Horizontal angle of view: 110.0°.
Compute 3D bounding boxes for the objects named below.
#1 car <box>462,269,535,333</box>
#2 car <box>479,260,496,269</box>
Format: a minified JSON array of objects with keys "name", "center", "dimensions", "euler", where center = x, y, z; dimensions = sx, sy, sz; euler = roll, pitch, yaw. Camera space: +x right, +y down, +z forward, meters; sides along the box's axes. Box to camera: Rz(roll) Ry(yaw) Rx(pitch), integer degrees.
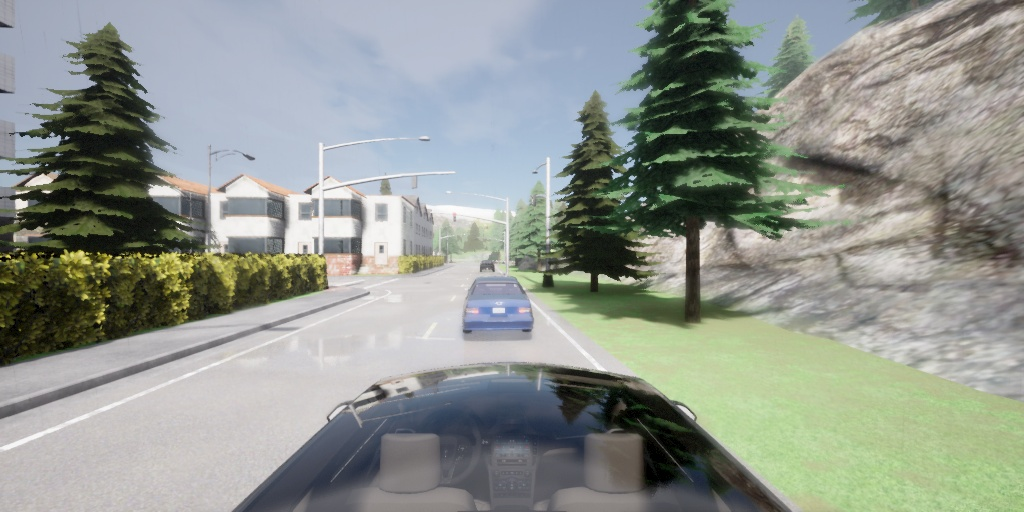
[{"name":"car","center":[-0.481,1.297,10.737],"dimensions":[2.033,1.411,5.357],"euler":[0,0,-4]},{"name":"car","center":[-3.171,1.255,45.839],"dimensions":[1.837,1.490,4.892],"euler":[0,0,-4]}]
